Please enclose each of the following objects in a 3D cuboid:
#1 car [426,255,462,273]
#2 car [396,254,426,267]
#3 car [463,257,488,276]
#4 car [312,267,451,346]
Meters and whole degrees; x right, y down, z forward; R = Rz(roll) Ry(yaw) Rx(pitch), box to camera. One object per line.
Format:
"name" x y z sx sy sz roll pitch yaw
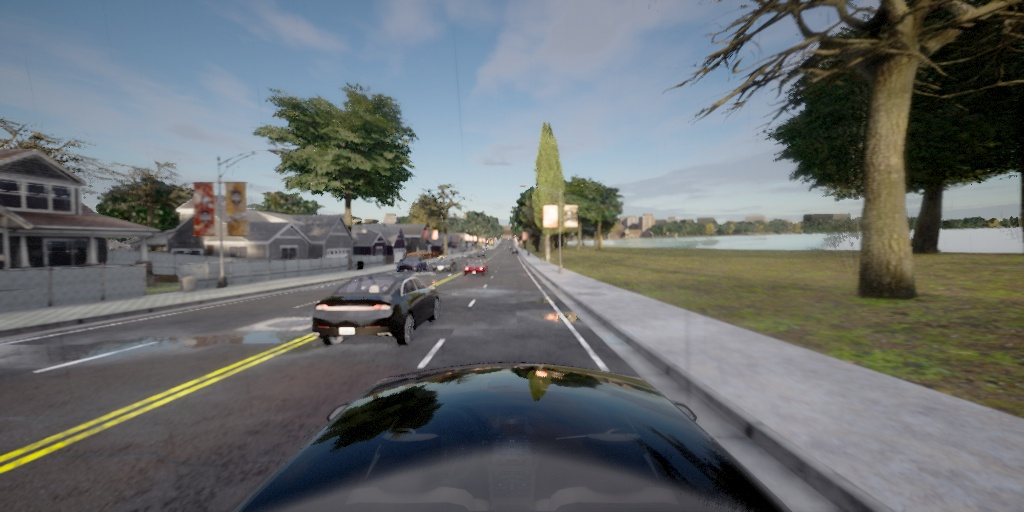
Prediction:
"car" -6.593 0.873 35.522 2.128 1.511 4.902 0 1 0
"car" -9.843 0.733 35.542 2.097 1.767 4.553 0 1 0
"car" -3.151 1.046 32.043 1.895 1.301 4.718 0 1 0
"car" -3.151 1.207 9.273 2.128 1.511 4.902 0 0 0
